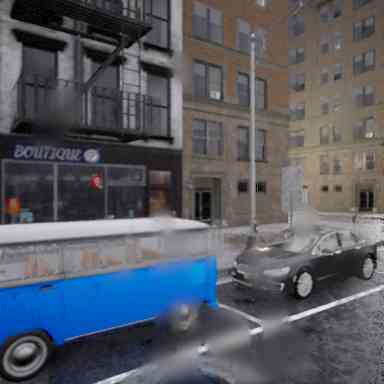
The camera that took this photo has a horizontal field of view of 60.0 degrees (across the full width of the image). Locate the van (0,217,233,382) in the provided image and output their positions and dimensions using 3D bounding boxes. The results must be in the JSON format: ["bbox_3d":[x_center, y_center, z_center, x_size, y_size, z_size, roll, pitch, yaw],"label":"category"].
[{"bbox_3d":[-1.459,1.341,5.152,3.998,1.788,1.690,0,0,-36],"label":"van"}]

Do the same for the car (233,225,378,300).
[{"bbox_3d":[2.943,1.549,8.290,4.403,1.369,2.008,0,0,-36],"label":"car"}]
